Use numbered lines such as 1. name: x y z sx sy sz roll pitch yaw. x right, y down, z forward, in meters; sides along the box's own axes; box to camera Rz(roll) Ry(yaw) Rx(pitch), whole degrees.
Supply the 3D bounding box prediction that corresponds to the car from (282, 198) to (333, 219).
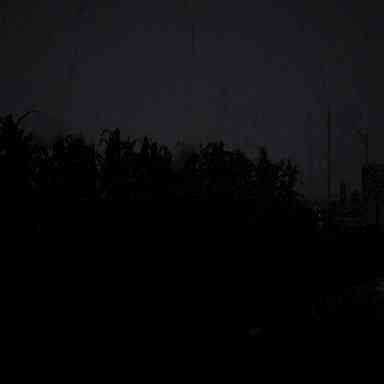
1. car: 9.017 1.291 27.049 2.097 1.767 4.553 0 0 -36
